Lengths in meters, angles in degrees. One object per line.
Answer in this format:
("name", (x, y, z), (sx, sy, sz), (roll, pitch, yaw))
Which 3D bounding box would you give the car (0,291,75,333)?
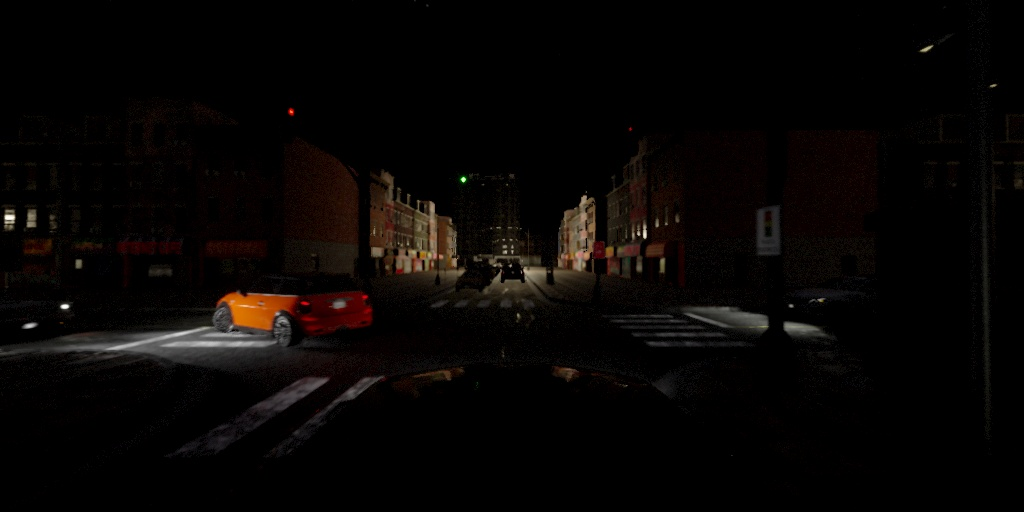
("car", (-14.382, 1.459, 9.184), (4.718, 1.301, 1.895), (0, -1, 3))

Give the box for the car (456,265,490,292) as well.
("car", (-2.661, 1.546, 23.711), (1.751, 1.417, 4.829), (0, 0, 0))

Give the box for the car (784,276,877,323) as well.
("car", (11.739, 1.397, 12.149), (4.674, 1.442, 1.812), (0, -1, -1))

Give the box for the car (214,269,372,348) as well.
("car", (-5.978, 1.210, 9.745), (4.553, 1.767, 2.097), (0, 0, 31))

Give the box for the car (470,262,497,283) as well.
("car", (-2.666, 1.403, 29.332), (2.192, 1.841, 5.009), (0, 0, 0))

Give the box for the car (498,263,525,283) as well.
("car", (0.067, 1.491, 33.481), (2.097, 1.767, 4.553), (0, -1, 0))
